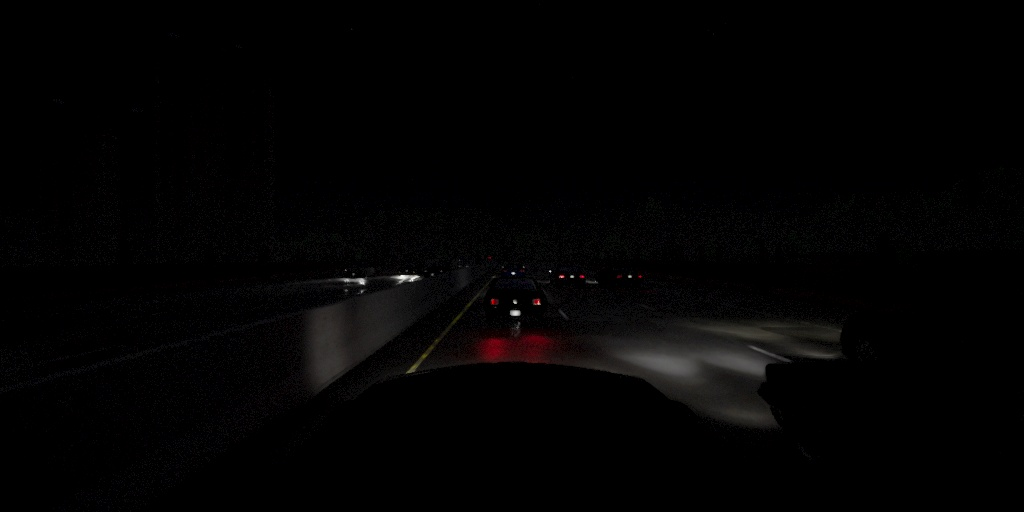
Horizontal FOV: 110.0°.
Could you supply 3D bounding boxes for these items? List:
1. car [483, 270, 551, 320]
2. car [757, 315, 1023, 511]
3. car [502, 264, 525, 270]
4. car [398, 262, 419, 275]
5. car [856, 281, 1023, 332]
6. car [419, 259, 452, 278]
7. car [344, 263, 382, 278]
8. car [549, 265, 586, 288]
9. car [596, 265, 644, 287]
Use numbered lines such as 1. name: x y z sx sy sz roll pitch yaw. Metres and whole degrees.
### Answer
1. car: 0.100 1.347 12.527 1.895 1.301 4.718 0 0 0
2. car: 3.600 1.351 1.741 1.895 1.301 4.718 0 0 0
3. car: 0.101 1.308 29.748 1.994 1.385 4.181 0 0 0
4. car: -10.588 1.311 38.114 1.994 1.385 4.181 0 0 0
5. car: 7.100 1.101 4.707 2.097 1.767 4.553 0 0 0
6. car: -7.095 1.292 34.888 2.033 1.411 5.357 0 0 0
7. car: -14.094 1.345 34.125 1.895 1.301 4.718 0 0 0
8. car: 3.601 1.291 24.003 2.033 1.411 5.357 0 0 0
9. car: 7.101 1.291 24.099 2.033 1.411 5.357 0 0 0
